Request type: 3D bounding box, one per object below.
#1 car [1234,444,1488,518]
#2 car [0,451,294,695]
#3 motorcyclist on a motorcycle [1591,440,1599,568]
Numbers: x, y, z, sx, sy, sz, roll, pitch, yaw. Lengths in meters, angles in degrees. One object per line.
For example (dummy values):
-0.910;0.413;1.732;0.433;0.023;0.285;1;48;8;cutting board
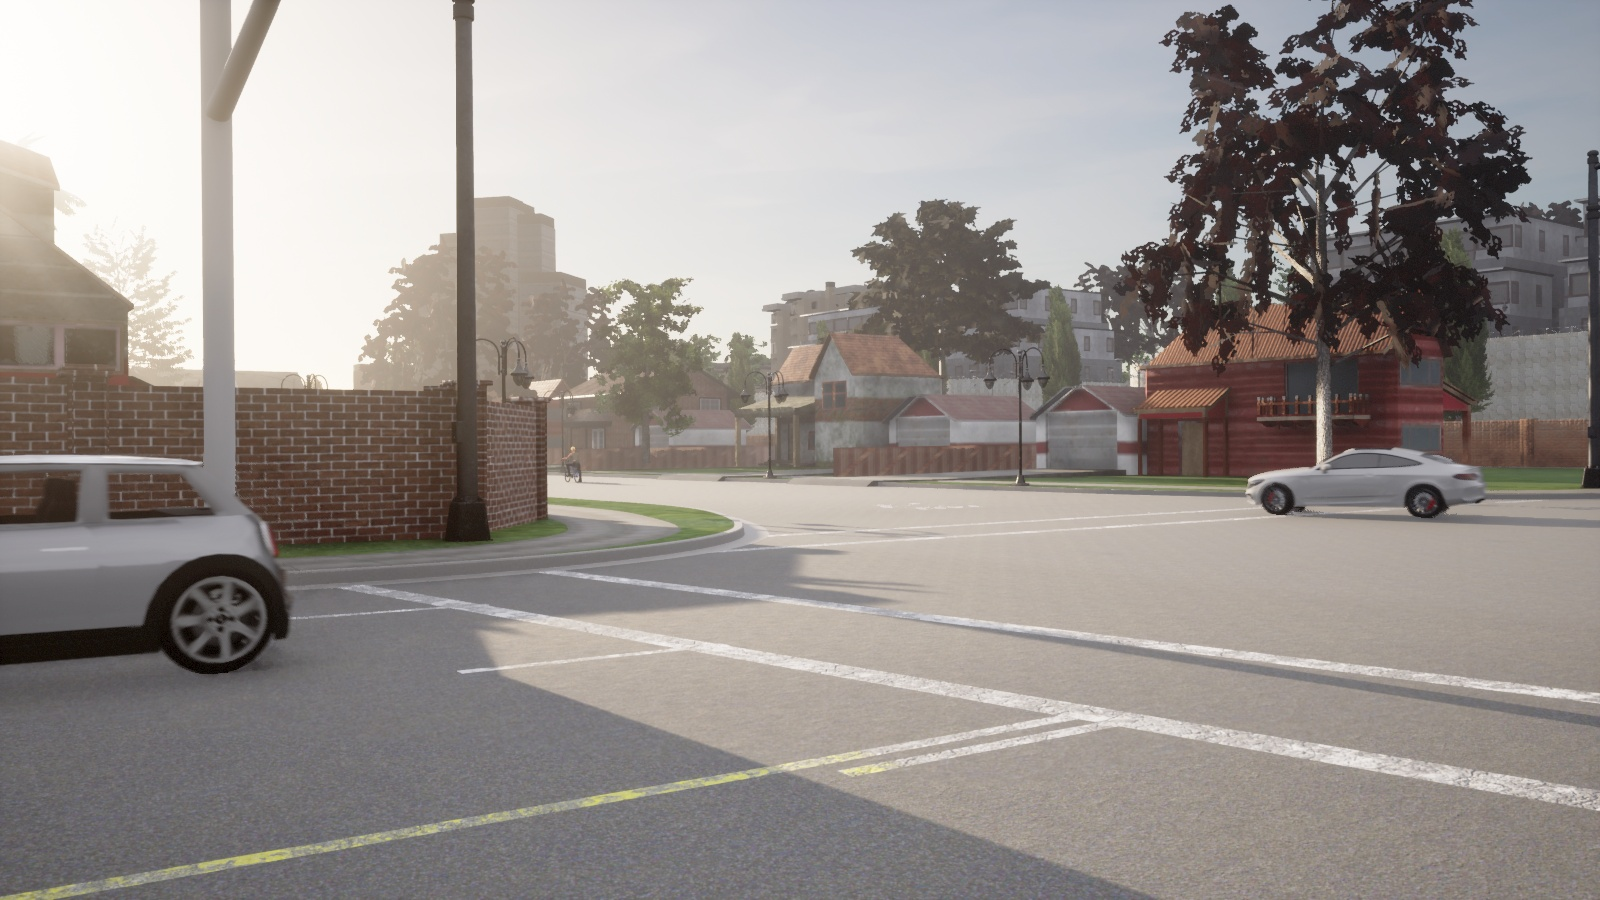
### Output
11.904;0.626;26.758;4.674;1.442;1.812;-1;0;34;car
-5.584;0.750;8.302;3.806;1.475;1.970;0;0;-35;car
10.519;0.634;15.247;2.044;1.523;0.797;-1;0;-35;motorcyclist on a motorcycle
